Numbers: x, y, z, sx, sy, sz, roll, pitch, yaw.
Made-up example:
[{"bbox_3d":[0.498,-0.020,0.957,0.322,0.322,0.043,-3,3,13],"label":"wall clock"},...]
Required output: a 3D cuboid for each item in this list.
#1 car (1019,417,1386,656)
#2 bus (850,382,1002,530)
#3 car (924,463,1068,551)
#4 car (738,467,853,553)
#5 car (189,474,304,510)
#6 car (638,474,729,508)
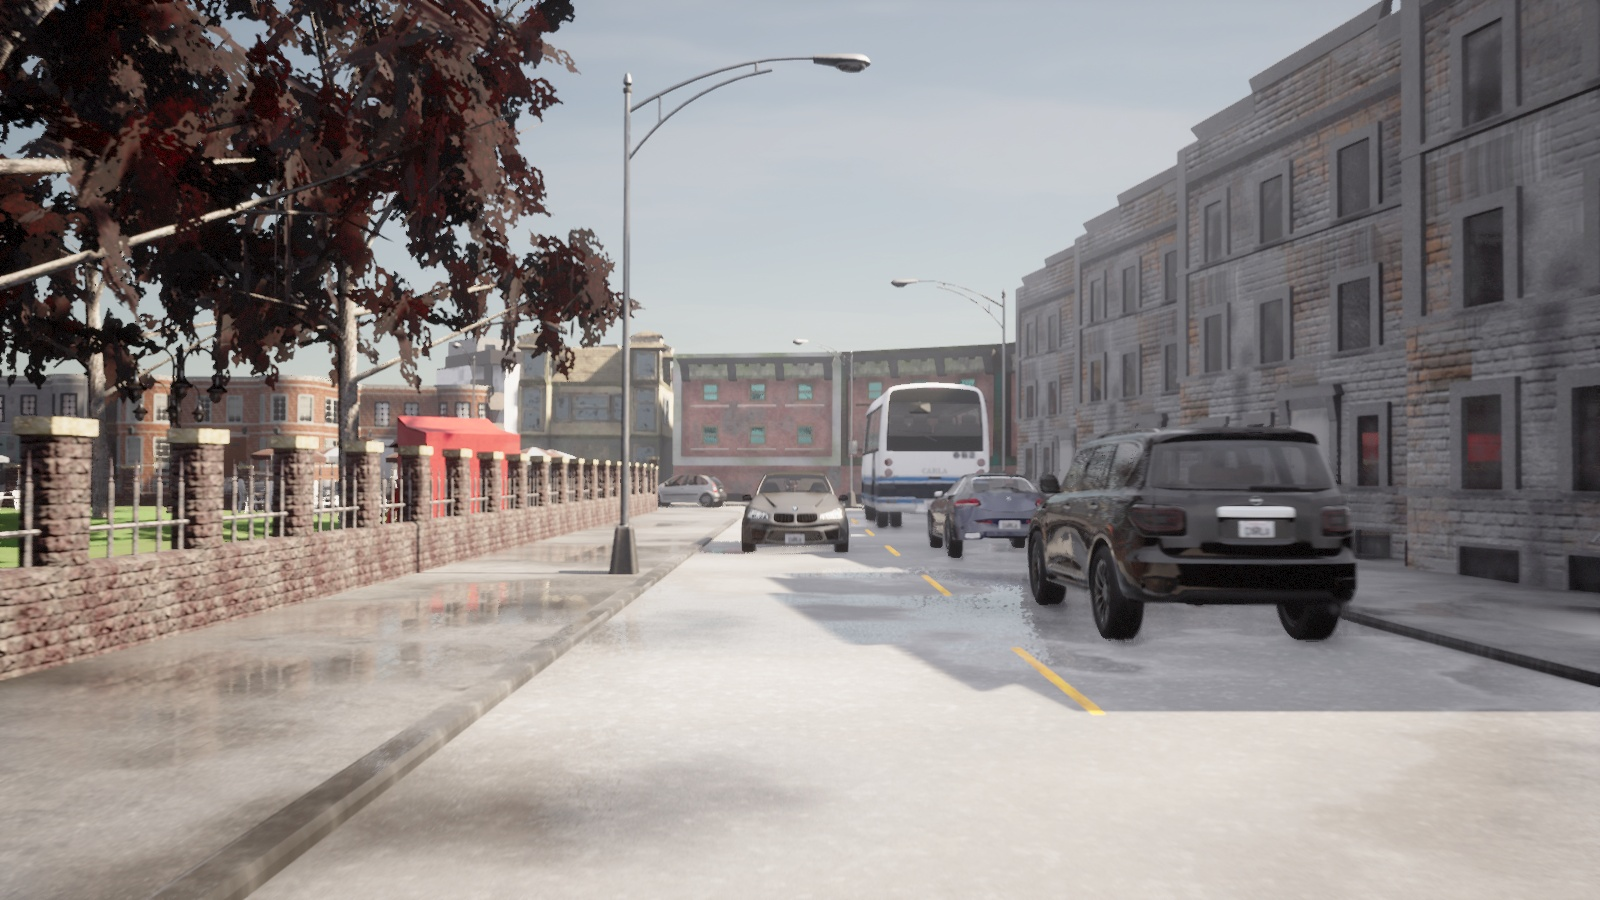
[{"bbox_3d":[3.955,0.803,13.604,2.150,2.045,5.566,0,-1,0],"label":"car"},{"bbox_3d":[3.847,0.279,41.480,3.944,4.253,10.273,0,-1,0],"label":"bus"},{"bbox_3d":[3.909,1.116,25.964,2.152,1.651,5.027,0,-1,0],"label":"car"},{"bbox_3d":[-0.094,1.217,26.922,2.242,1.667,4.611,0,-1,0],"label":"car"},{"bbox_3d":[-26.814,2.022,60.969,4.611,1.667,2.242,0,-1,0],"label":"car"},{"bbox_3d":[-5.635,1.988,60.752,3.988,1.617,1.851,0,-1,14],"label":"car"}]
